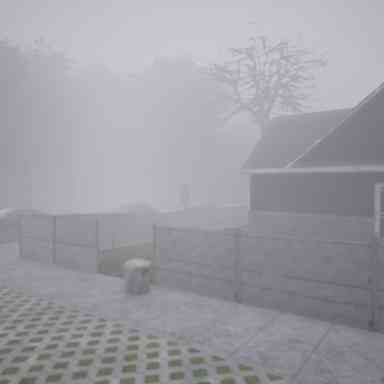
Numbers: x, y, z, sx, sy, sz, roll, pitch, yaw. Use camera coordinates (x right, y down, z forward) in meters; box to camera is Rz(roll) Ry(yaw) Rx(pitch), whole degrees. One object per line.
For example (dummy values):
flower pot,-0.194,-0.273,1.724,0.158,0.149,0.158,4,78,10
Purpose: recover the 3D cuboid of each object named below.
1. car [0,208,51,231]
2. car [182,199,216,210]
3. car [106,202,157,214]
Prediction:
car,-10.697,1.681,19.971,1.812,1.442,4.674,1,1,36
car,0.836,1.546,36.046,1.812,1.442,4.674,1,2,36
car,-5.031,1.638,27.875,1.837,1.490,4.892,1,1,36
